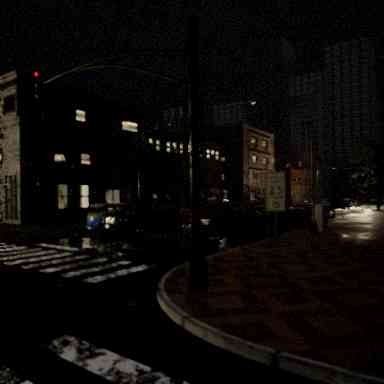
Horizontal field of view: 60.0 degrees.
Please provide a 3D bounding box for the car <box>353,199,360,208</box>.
[{"bbox_3d":[27.236,1.961,56.538,1.895,1.301,4.718,-1,-1,36],"label":"car"}]

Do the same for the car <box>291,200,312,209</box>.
[{"bbox_3d":[17.425,1.950,52.725,1.752,1.417,4.829,-2,-1,35],"label":"car"}]

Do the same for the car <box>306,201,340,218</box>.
[{"bbox_3d":[11.576,1.757,29.997,1.947,1.339,4.313,-1,-1,35],"label":"car"}]

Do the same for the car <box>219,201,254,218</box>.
[{"bbox_3d":[4.738,1.778,34.845,1.967,1.590,4.097,-1,-1,35],"label":"car"}]

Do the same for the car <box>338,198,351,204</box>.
[{"bbox_3d":[36.703,2.122,79.896,2.008,1.369,4.403,-2,-1,35],"label":"car"}]

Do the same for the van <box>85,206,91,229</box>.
[{"bbox_3d":[-4.853,1.623,21.329,1.690,1.788,3.998,-1,-1,35],"label":"van"}]

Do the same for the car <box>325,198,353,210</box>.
[{"bbox_3d":[21.355,1.669,48.255,2.097,1.767,4.553,-1,-1,35],"label":"car"}]

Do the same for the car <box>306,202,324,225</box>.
[{"bbox_3d":[8.379,1.716,25.491,1.887,1.381,4.507,-1,-1,35],"label":"car"}]

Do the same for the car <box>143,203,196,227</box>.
[{"bbox_3d":[-1.655,1.740,25.833,1.967,1.590,4.097,-1,-1,35],"label":"car"}]

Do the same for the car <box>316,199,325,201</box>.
[{"bbox_3d":[23.918,2.023,61.875,2.008,1.369,4.403,-2,-1,35],"label":"car"}]

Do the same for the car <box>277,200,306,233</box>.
[{"bbox_3d":[5.179,1.468,20.989,2.192,1.841,5.009,-1,-1,35],"label":"car"}]

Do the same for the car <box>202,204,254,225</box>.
[{"bbox_3d":[3.170,1.818,28.151,2.033,1.411,5.357,-1,-1,35],"label":"car"}]

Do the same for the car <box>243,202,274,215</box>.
[{"bbox_3d":[7.935,1.909,39.347,2.008,1.369,4.403,-1,-1,35],"label":"car"}]

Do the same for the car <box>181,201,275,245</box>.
[{"bbox_3d":[1.982,1.450,16.484,2.192,1.841,5.009,-1,-1,35],"label":"car"}]

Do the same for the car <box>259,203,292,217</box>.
[{"bbox_3d":[9.330,1.909,36.807,1.895,1.301,4.718,-1,-1,35],"label":"car"}]

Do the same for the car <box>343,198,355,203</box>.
[{"bbox_3d":[39.899,2.142,84.402,1.887,1.381,4.507,-2,-1,35],"label":"car"}]

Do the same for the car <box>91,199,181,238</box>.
[{"bbox_3d":[-2.852,1.458,19.671,2.150,2.045,5.566,-1,-1,35],"label":"car"}]

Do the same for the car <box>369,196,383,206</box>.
[{"bbox_3d":[33.950,1.900,61.534,2.008,1.369,4.403,-2,-1,35],"label":"car"}]
